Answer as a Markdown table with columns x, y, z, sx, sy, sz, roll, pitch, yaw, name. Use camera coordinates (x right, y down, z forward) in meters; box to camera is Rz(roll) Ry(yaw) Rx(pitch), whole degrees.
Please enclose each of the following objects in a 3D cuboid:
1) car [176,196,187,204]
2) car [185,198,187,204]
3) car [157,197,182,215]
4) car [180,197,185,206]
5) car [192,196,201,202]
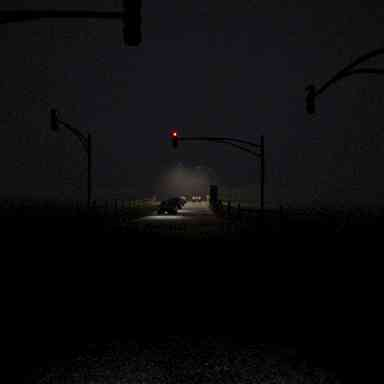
| x | y | z | sx | sy | sz | roll | pitch | yaw | name |
| --- | --- | --- | --- | --- | --- | --- | --- | --- | --- |
| -1.972 | 1.581 | 63.830 | 1.994 | 1.385 | 4.181 | 0 | 0 | 2 | car |
| -2.163 | 1.560 | 53.824 | 2.033 | 1.411 | 5.357 | 0 | 0 | 1 | car |
| -2.440 | 1.553 | 34.199 | 2.033 | 1.411 | 5.357 | 0 | 0 | 0 | car |
| -2.299 | 1.514 | 43.977 | 1.837 | 1.490 | 4.892 | 0 | 0 | 1 | car |
| 1.001 | 1.618 | 73.055 | 1.895 | 1.301 | 4.718 | 0 | 0 | 1 | car |
